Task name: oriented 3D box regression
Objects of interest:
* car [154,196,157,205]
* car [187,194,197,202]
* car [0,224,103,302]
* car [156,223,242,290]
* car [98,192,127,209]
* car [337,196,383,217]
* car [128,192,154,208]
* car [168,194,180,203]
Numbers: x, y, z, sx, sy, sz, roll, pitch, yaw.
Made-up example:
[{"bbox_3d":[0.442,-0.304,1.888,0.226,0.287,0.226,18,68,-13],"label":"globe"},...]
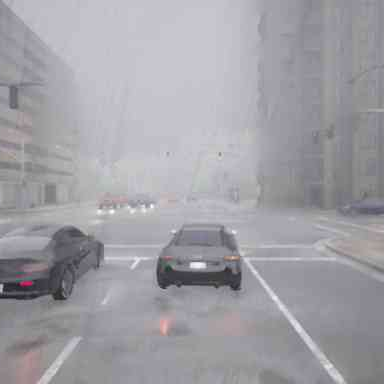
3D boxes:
[{"bbox_3d":[-7.086,1.352,57.026,2.128,1.511,4.902,0,0,0],"label":"car"},{"bbox_3d":[-0.022,1.186,68.918,2.097,1.767,4.553,0,0,0],"label":"car"},{"bbox_3d":[-3.497,1.506,8.084,1.812,1.442,4.674,0,0,-2],"label":"car"},{"bbox_3d":[0.308,1.542,9.143,1.994,1.385,4.181,0,0,5],"label":"car"},{"bbox_3d":[-10.613,1.114,43.876,2.150,2.045,5.566,0,0,0],"label":"car"},{"bbox_3d":[15.575,1.279,30.014,4.553,1.767,2.097,0,0,1],"label":"car"},{"bbox_3d":[-7.113,1.107,47.002,2.150,2.045,5.566,0,0,0],"label":"car"},{"bbox_3d":[-3.427,1.196,63.873,2.097,1.767,4.553,0,0,0],"label":"car"}]
